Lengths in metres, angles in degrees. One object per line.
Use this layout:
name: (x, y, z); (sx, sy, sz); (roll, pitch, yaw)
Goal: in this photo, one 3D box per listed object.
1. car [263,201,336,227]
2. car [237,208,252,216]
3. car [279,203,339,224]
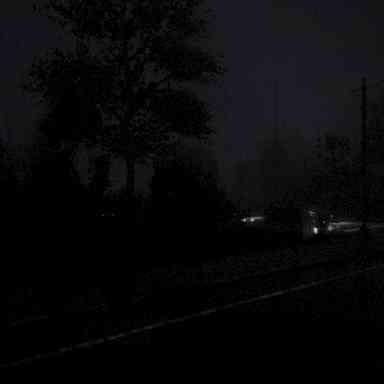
car: (7.304, 1.442, 23.636); (2.097, 1.767, 4.553); (0, -1, -38)
car: (3.926, 1.787, 33.210); (1.994, 1.385, 4.181); (0, -1, -41)
car: (9.319, 1.669, 26.759); (1.994, 1.385, 4.181); (0, -1, -39)
